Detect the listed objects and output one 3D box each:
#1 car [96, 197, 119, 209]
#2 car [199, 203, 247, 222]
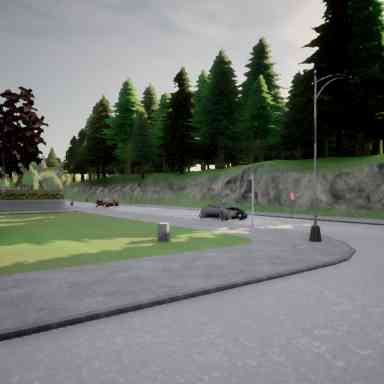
[{"bbox_3d":[-11.834,1.409,46.395,1.882,1.535,5.008,0,0,-35],"label":"car"},{"bbox_3d":[2.422,1.566,26.404,1.994,1.385,4.181,0,0,-35],"label":"car"}]
